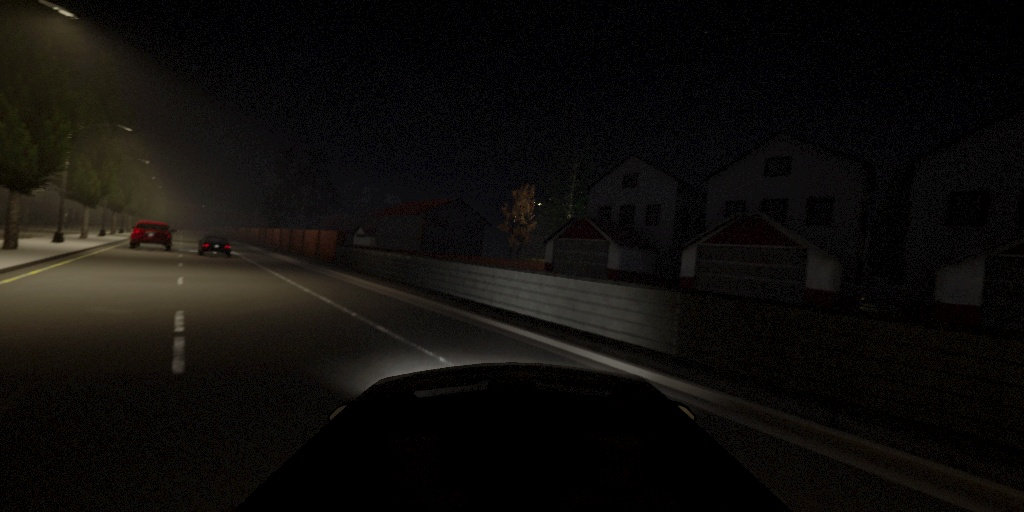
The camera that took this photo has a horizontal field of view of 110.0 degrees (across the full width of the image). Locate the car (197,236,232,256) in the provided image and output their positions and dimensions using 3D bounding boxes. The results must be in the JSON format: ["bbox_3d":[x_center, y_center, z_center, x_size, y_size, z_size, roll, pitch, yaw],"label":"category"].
[{"bbox_3d":[-22.752,-0.815,27.451,2.033,1.411,5.357,5,0,-43],"label":"car"}]

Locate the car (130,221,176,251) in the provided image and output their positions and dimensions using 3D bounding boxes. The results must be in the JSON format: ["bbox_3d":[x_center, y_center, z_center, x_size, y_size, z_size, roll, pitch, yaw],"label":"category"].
[{"bbox_3d":[-27.497,-1.589,27.502,2.150,2.045,5.566,5,0,-43],"label":"car"}]
